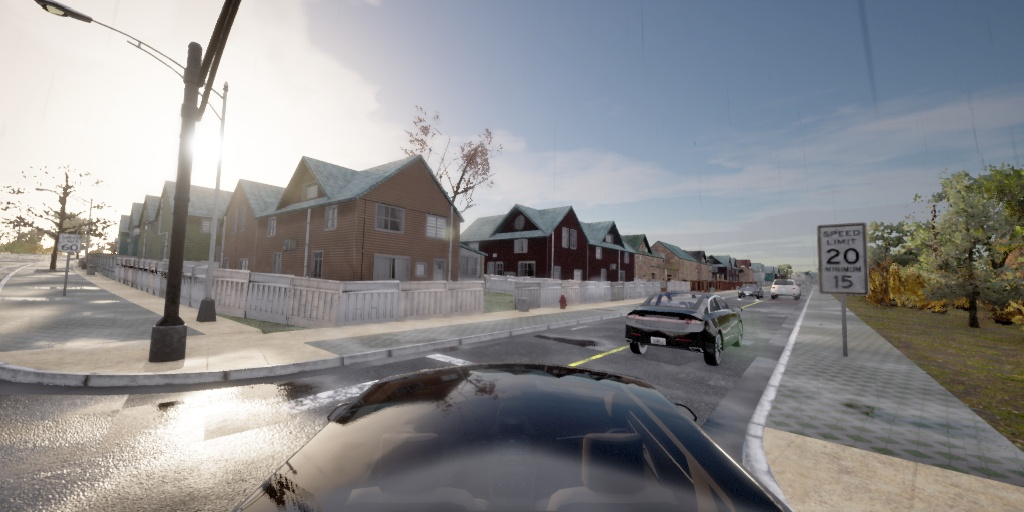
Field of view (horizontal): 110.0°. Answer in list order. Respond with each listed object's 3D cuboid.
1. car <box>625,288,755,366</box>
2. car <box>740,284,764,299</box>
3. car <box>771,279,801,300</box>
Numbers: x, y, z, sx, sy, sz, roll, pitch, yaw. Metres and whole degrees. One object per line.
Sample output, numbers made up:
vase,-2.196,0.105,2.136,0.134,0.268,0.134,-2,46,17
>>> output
car,4.554,1.656,9.180,2.128,1.511,4.902,-2,-4,40
car,25.181,3.703,37.766,2.128,1.511,4.902,-2,-4,40
car,28.328,3.453,37.113,2.150,2.045,5.566,-2,-4,41
